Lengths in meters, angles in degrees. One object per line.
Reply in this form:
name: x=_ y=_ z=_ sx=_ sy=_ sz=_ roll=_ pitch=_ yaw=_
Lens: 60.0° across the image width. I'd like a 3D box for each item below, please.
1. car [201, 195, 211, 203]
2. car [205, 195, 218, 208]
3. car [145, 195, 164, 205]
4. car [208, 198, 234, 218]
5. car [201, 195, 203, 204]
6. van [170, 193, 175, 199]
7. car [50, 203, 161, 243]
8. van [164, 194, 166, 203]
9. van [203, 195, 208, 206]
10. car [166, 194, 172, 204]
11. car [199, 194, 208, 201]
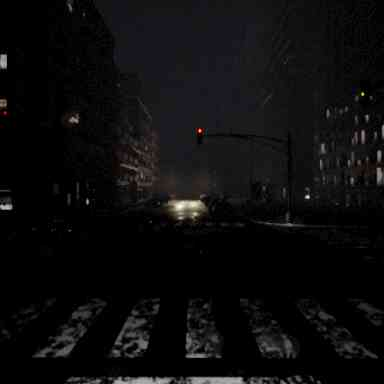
car: x=2.895 y=1.389 z=69.696 sx=1.967 sy=1.590 sz=4.097 roll=-1 pitch=0 yaw=0
car: x=2.769 y=1.428 z=35.821 sx=1.967 sy=1.590 sz=4.097 roll=-1 pitch=0 yaw=0
car: x=-5.537 y=1.544 z=47.110 sx=1.947 sy=1.339 sz=4.313 roll=-1 pitch=0 yaw=0
car: x=2.750 y=1.537 z=30.176 sx=1.887 sy=1.381 sz=4.507 roll=-1 pitch=0 yaw=0
car: x=2.831 y=1.517 z=52.759 sx=1.887 sy=1.381 sz=4.507 roll=-1 pitch=0 yaw=0
van: x=-5.439 y=1.280 z=75.341 sx=1.690 sy=1.788 sz=3.998 roll=-1 pitch=0 yaw=0
car: x=-4.202 y=1.492 z=16.116 sx=4.902 sy=1.511 sz=2.128 roll=0 pitch=0 yaw=-34
van: x=-5.520 y=1.313 z=52.755 sx=1.690 sy=1.788 sz=3.998 roll=-1 pitch=0 yaw=0
van: x=2.808 y=1.319 z=47.113 sx=1.690 sy=1.788 sz=3.998 roll=-1 pitch=0 yaw=0
car: x=-5.477 y=1.502 z=64.047 sx=1.887 sy=1.381 sz=4.507 roll=-1 pitch=0 yaw=0
car: x=2.986 y=1.357 z=86.634 sx=1.967 sy=1.590 sz=4.097 roll=-1 pitch=0 yaw=0
